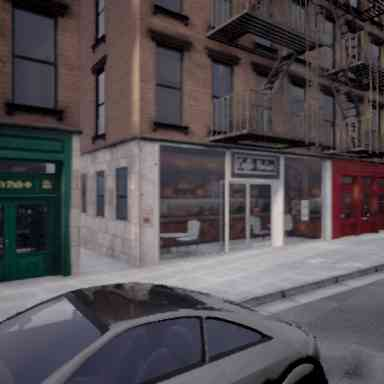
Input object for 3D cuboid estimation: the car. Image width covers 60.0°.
[{"bbox_3d":[-0.779,1.564,2.698,4.181,1.385,1.994,0,0,-35],"label":"car"}]
